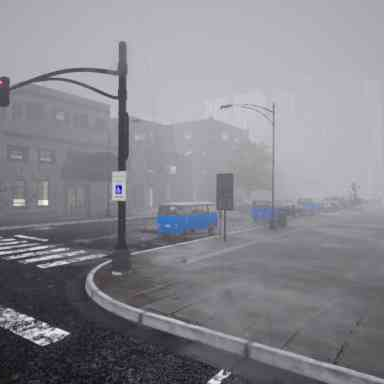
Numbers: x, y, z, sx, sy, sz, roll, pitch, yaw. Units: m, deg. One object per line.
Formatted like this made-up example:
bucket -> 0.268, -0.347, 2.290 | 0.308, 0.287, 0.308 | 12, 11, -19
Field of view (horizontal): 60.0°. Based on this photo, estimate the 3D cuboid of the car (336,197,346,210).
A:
car -> 18.940, 1.729, 44.766 | 1.947, 1.339, 4.313 | 0, 0, 35

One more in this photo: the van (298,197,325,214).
van -> 12.590, 1.469, 35.732 | 1.690, 1.788, 3.998 | 0, 0, 35

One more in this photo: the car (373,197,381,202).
car -> 44.350, 1.900, 80.901 | 1.947, 1.339, 4.313 | 0, 0, 35

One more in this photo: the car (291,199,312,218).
car -> 9.412, 1.656, 31.215 | 1.887, 1.381, 4.507 | 0, 0, 35

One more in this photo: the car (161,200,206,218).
car -> -0.706, 1.558, 31.394 | 1.752, 1.417, 4.829 | 0, 0, 35

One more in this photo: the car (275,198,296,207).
car -> 15.272, 1.666, 54.118 | 1.887, 1.381, 4.507 | 0, 0, 35

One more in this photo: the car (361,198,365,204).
car -> 28.567, 1.748, 58.456 | 1.752, 1.417, 4.829 | 0, 0, 35

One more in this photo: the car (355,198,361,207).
car -> 25.295, 1.517, 53.801 | 2.192, 1.841, 5.009 | 0, 0, 35

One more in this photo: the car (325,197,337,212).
car -> 15.863, 1.671, 40.389 | 1.752, 1.417, 4.829 | 0, 0, 35

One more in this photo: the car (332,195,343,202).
car -> 37.504, 1.713, 85.736 | 1.967, 1.590, 4.097 | 0, 0, 35

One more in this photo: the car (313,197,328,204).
car -> 27.878, 1.729, 72.046 | 1.752, 1.417, 4.829 | 0, 0, 35

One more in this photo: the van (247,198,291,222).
van -> 6.237, 1.436, 26.699 | 1.690, 1.788, 3.998 | 0, 0, 35

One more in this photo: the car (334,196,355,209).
car -> 22.118, 1.497, 49.284 | 2.192, 1.841, 5.009 | 0, 0, 35

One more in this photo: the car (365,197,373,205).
car -> 34.821, 1.810, 67.351 | 1.887, 1.381, 4.507 | 0, 0, 35

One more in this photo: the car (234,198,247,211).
car -> 5.745, 1.507, 40.568 | 1.967, 1.590, 4.097 | 0, 0, 35

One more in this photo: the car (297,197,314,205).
car -> 21.624, 1.706, 63.152 | 1.887, 1.381, 4.507 | 0, 0, 35

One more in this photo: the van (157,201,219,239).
van -> -0.115, 1.407, 17.665 | 1.690, 1.788, 3.998 | 0, 0, 35

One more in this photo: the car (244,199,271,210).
car -> 8.920, 1.629, 45.085 | 1.887, 1.381, 4.507 | 0, 0, 35

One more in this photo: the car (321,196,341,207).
car -> 22.967, 1.534, 54.986 | 2.097, 1.767, 4.553 | 1, 0, 35

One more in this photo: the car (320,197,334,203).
car -> 31.152, 1.793, 76.702 | 1.947, 1.339, 4.313 | 0, 0, 35
